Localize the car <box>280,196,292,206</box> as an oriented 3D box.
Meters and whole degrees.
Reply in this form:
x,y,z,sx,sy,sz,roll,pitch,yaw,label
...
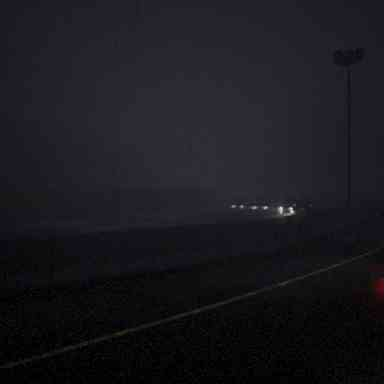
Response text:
x,y,z,sx,sy,sz,roll,pitch,yaw,label
12.950,1.240,44.920,1.895,1.301,4.718,0,0,19,car

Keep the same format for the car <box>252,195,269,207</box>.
x,y,z,sx,sy,sz,roll,pitch,yaw,label
9.445,1.174,45.530,1.837,1.490,4.892,0,0,20,car

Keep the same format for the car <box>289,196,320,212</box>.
x,y,z,sx,sy,sz,roll,pitch,yaw,label
11.519,1.315,33.369,1.895,1.301,4.718,0,0,29,car

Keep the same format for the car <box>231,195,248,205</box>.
x,y,z,sx,sy,sz,roll,pitch,yaw,label
7.105,1.217,49.366,2.033,1.411,5.357,0,0,18,car
